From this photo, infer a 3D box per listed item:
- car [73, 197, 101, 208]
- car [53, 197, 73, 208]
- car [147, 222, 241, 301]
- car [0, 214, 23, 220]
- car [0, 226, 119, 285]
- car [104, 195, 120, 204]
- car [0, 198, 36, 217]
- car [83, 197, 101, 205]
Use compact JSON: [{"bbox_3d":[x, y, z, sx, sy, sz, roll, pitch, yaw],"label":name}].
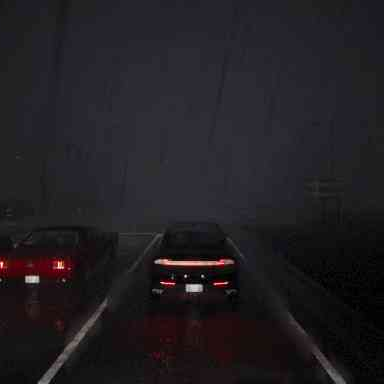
[{"bbox_3d":[-15.081,1.564,47.990,1.994,1.385,4.181,0,0,0],"label":"car"},{"bbox_3d":[-18.580,1.526,48.458,1.812,1.442,4.674,0,0,0],"label":"car"},{"bbox_3d":[0.060,1.492,8.329,2.128,1.511,4.902,0,0,0],"label":"car"},{"bbox_3d":[-6.937,1.547,8.756,2.033,1.411,5.357,0,0,0],"label":"car"},{"bbox_3d":[-3.432,1.601,9.415,1.895,1.301,4.718,0,0,0],"label":"car"},{"bbox_3d":[-15.023,1.351,62.785,2.097,1.767,4.553,0,0,1],"label":"car"},{"bbox_3d":[-15.092,1.352,28.071,2.097,1.767,4.553,0,0,0],"label":"car"},{"bbox_3d":[-18.520,1.600,62.034,1.895,1.301,4.718,0,0,1],"label":"car"}]
